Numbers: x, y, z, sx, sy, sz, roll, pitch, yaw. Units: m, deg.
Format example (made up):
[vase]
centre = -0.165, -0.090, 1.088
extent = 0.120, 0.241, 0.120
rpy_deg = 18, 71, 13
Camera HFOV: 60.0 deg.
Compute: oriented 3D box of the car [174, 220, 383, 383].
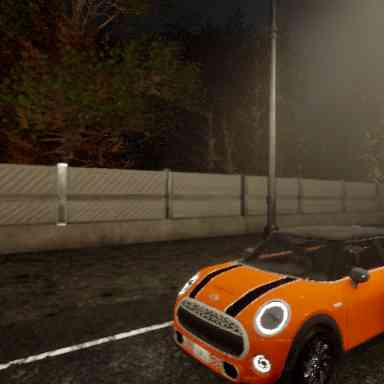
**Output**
[car]
centre = 1.951, 1.388, 5.362
extent = 4.553, 1.767, 2.097
rpy_deg = 1, 0, -35
